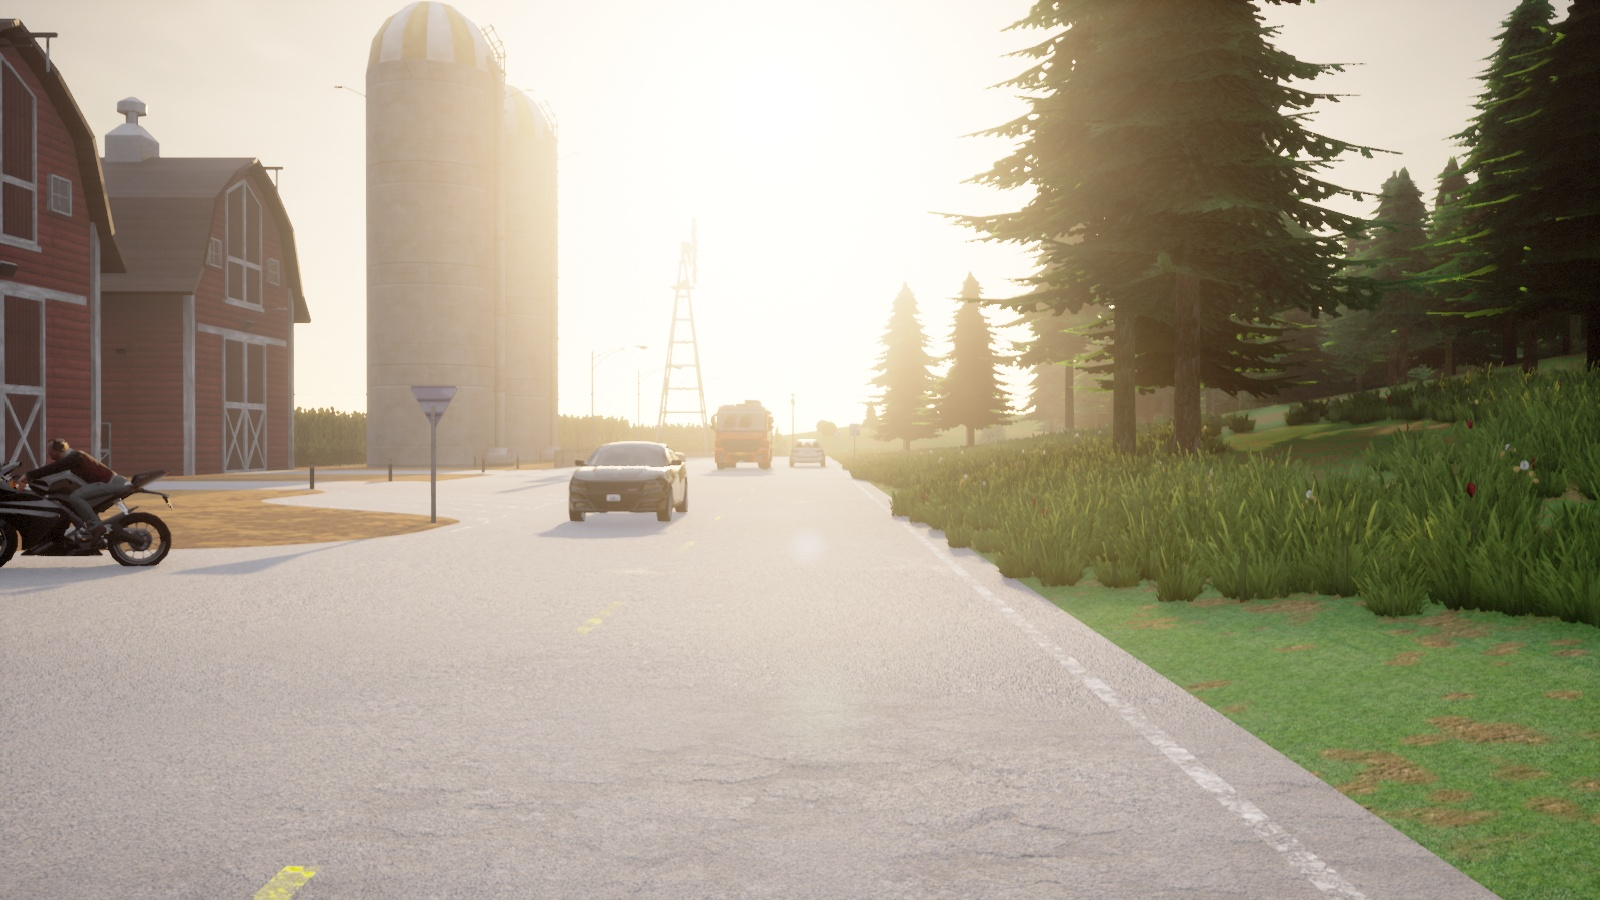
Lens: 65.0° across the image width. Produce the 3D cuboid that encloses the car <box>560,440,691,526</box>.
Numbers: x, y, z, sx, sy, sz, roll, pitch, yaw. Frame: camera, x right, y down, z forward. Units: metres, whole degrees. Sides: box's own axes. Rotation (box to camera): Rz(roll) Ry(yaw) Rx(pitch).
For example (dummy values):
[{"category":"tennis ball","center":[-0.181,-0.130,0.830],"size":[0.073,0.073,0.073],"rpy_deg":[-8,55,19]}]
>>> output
[{"category":"car","center":[-3.343,0.569,25.034],"size":[1.882,1.535,5.008],"rpy_deg":[0,0,0]}]

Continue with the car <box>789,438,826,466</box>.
[{"category":"car","center":[0.456,0.116,77.882],"size":[2.242,1.667,4.611],"rpy_deg":[0,0,0]}]

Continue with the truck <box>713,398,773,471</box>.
[{"category":"truck","center":[-3.087,-0.849,70.219],"size":[2.891,3.827,8.468],"rpy_deg":[0,0,0]}]

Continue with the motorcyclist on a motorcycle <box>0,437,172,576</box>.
[{"category":"motorcyclist on a motorcycle","center":[-8.486,0.633,14.467],"size":[2.191,1.530,0.866],"rpy_deg":[2,-1,-26]}]
